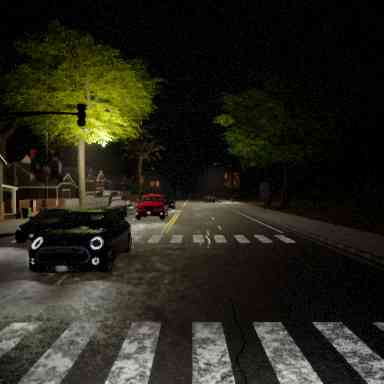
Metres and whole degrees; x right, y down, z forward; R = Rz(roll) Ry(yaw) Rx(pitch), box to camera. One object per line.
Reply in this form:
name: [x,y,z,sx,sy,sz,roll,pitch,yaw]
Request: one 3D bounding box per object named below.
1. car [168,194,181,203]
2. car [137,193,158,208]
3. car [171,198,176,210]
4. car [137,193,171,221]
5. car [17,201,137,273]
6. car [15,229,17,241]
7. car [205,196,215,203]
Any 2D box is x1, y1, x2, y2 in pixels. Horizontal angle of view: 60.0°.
car: [-2.959,1.149,58.224,2.033,1.411,5.357,0,0,0]
car: [-6.339,1.214,47.866,2.150,2.045,5.566,0,0,1]
car: [-3.125,1.498,43.005,1.837,1.490,4.892,0,0,0]
car: [-3.211,1.213,27.596,2.150,2.045,5.566,0,0,0]
car: [-3.298,1.347,10.684,2.097,1.767,4.553,0,0,0]
car: [-6.520,1.519,15.883,1.812,1.442,4.674,0,0,0]
car: [3.687,1.503,67.625,1.837,1.490,4.892,0,0,1]
